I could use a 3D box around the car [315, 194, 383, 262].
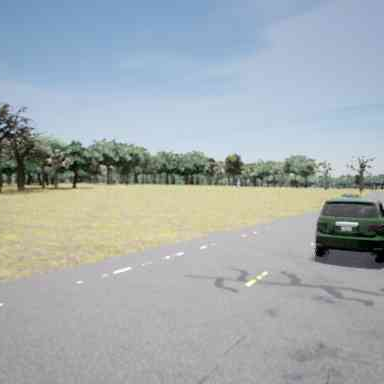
[{"bbox_3d":[6.181,1.240,12.550,2.150,2.045,5.566,1,0,31],"label":"car"}]
